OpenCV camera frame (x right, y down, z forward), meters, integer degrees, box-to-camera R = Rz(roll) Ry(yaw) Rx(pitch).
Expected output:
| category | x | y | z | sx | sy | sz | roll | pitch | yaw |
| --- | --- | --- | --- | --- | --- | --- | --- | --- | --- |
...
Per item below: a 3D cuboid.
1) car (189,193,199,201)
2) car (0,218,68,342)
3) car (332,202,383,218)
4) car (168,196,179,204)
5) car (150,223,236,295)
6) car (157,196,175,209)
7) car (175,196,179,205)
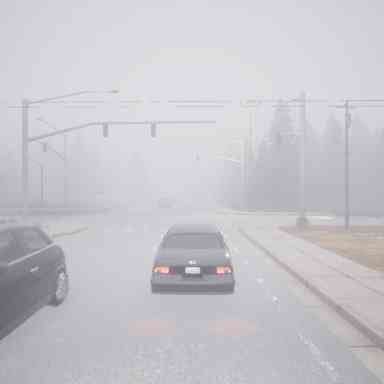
| category | x | y | z | sx | sy | sz | roll | pitch | yaw |
| --- | --- | --- | --- | --- | --- | --- | --- | --- | --- |
| car | 0.414 | 1.225 | 80.395 | 2.150 | 2.045 | 5.566 | 0 | 0 | 2 |
| car | -3.613 | 1.344 | 5.000 | 2.097 | 1.767 | 4.553 | 0 | 0 | 0 |
| car | 14.692 | 1.591 | 29.555 | 4.181 | 1.385 | 1.994 | 0 | 0 | 1 |
| car | -3.562 | 1.505 | 64.552 | 1.837 | 1.490 | 4.892 | 0 | 0 | 1 |
| car | 0.035 | 1.545 | 8.896 | 2.033 | 1.411 | 5.357 | 0 | 0 | 1 |
| car | -3.674 | 1.505 | 45.022 | 1.837 | 1.490 | 4.892 | 0 | 0 | 0 |
| car | -3.665 | 1.491 | 54.674 | 2.128 | 1.511 | 4.902 | 0 | 0 | 0 |
